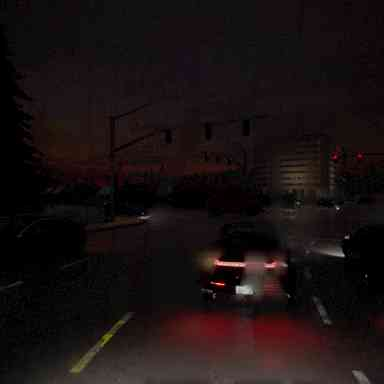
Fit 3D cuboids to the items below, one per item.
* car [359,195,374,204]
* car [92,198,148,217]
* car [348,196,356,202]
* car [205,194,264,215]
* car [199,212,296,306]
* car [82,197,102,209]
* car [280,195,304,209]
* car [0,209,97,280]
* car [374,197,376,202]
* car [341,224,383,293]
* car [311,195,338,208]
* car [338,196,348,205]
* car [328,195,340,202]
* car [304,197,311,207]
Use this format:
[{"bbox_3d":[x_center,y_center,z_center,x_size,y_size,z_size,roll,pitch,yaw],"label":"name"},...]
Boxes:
[{"bbox_3d":[33.792,1.477,64.780,1.882,1.535,5.008,0,0,32],"label":"car"},{"bbox_3d":[-6.838,1.602,32.462,5.357,1.411,2.033,0,0,32],"label":"car"},{"bbox_3d":[35.056,1.534,73.599,2.033,1.411,5.357,0,0,32],"label":"car"},{"bbox_3d":[4.014,1.260,31.611,5.566,2.045,2.150,0,1,12],"label":"car"},{"bbox_3d":[1.424,1.492,8.149,2.128,1.511,4.902,0,0,12],"label":"car"},{"bbox_3d":[-10.811,1.406,39.063,4.553,1.767,2.097,0,0,32],"label":"car"},{"bbox_3d":[13.396,1.505,45.178,1.837,1.490,4.892,0,0,32],"label":"car"},{"bbox_3d":[-5.172,1.491,10.196,2.128,1.511,4.902,0,0,16],"label":"car"},{"bbox_3d":[42.696,1.525,79.362,2.128,1.511,4.902,0,0,32],"label":"car"},{"bbox_3d":[5.175,1.547,8.523,2.033,1.411,5.357,0,0,16],"label":"car"},{"bbox_3d":[19.166,1.547,47.874,2.033,1.411,5.357,0,0,32],"label":"car"},{"bbox_3d":[24.615,1.491,56.698,2.128,1.511,4.902,0,0,32],"label":"car"},{"bbox_3d":[32.508,1.515,76.139,1.812,1.442,4.674,0,0,32],"label":"car"},{"bbox_3d":[18.145,1.525,52.879,1.812,1.442,4.674,0,0,32],"label":"car"}]
